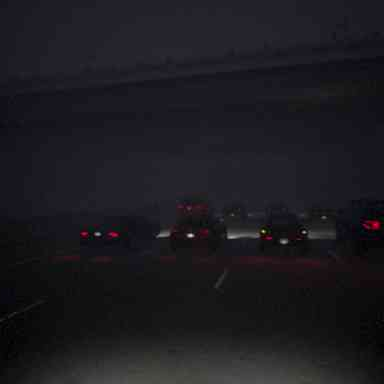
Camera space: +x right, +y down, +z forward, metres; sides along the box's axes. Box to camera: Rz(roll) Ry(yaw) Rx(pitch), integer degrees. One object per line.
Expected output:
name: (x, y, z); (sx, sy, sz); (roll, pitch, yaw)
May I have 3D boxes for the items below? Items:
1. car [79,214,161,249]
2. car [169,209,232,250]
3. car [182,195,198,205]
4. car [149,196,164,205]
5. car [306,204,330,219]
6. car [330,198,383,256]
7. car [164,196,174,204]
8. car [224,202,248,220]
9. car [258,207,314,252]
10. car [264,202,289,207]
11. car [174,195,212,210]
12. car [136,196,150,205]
car: (-3.075, 1.704, 15.374); (2.033, 1.411, 5.357); (-1, 0, 13)
car: (0.410, 1.672, 14.890); (1.994, 1.385, 4.181); (-1, 0, 13)
car: (-0.389, 1.771, 72.058); (2.150, 2.045, 5.566); (-1, 0, 13)
car: (-7.181, 2.003, 73.739); (2.097, 1.767, 4.553); (-1, 0, 13)
car: (10.632, 1.670, 27.657); (1.895, 1.301, 4.718); (-1, 0, 13)
car: (7.144, 1.221, 12.986); (2.150, 2.045, 5.566); (-1, 0, 13)
car: (-3.793, 1.822, 72.870); (2.150, 2.045, 5.566); (-1, 0, 13)
car: (3.865, 1.664, 29.453); (2.128, 1.511, 4.902); (-1, 0, 13)
car: (3.830, 1.582, 14.145); (1.812, 1.442, 4.674); (-1, 0, 14)
car: (7.270, 1.613, 28.645); (2.128, 1.511, 4.902); (-1, 0, 13)
car: (0.392, 1.438, 30.007); (2.150, 2.045, 5.566); (-1, 0, 13)
car: (-10.601, 1.924, 74.494); (2.150, 2.045, 5.566); (-1, 0, 13)
